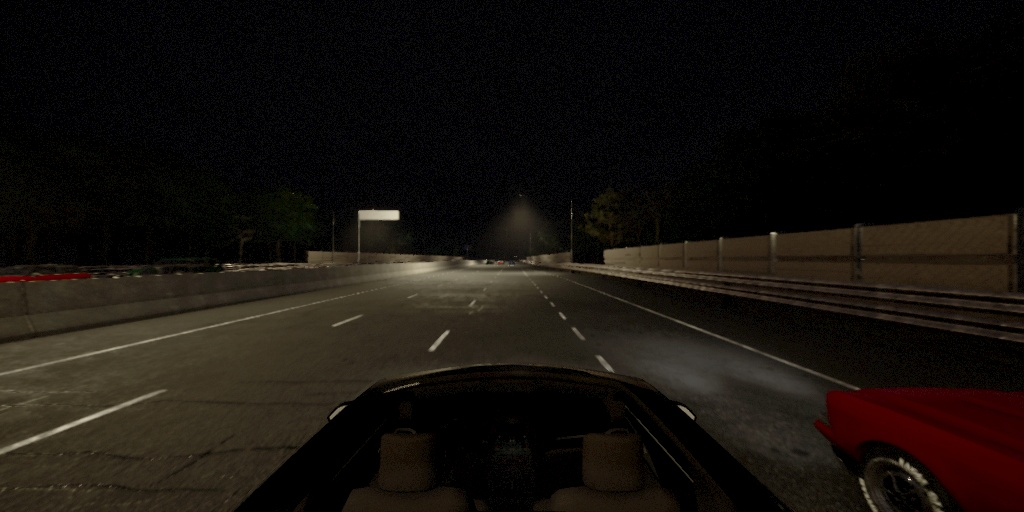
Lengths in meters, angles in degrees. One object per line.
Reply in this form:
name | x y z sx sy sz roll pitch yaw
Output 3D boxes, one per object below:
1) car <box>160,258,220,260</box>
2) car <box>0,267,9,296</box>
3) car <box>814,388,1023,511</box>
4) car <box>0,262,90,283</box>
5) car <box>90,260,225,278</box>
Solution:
car | -21.094 1.121 22.724 2.150 2.045 5.566 0 0 0
car | -28.098 1.348 16.801 2.128 1.511 4.902 0 0 0
car | 3.597 1.346 0.979 1.895 1.301 4.718 0 0 0
car | -24.595 1.217 18.227 2.097 1.767 4.553 0 0 0
car | -17.597 1.218 18.215 2.097 1.767 4.553 0 0 0
